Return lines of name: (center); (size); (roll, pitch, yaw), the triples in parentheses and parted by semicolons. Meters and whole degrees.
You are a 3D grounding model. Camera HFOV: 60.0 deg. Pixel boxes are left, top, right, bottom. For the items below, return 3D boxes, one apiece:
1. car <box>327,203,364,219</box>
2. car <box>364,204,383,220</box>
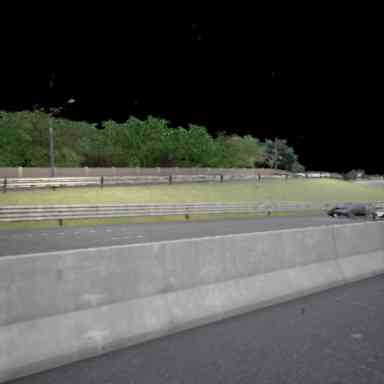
car: (15.375, 1.791, 32.264); (5.357, 1.411, 2.033); (1, 0, -36)
car: (18.018, 1.743, 29.853); (4.902, 1.511, 2.128); (1, 0, -36)
